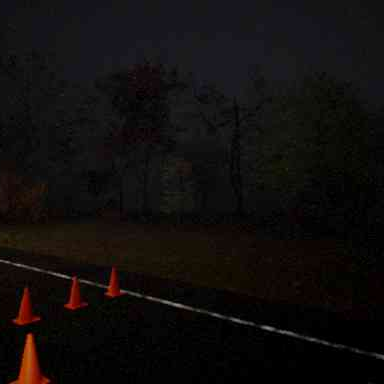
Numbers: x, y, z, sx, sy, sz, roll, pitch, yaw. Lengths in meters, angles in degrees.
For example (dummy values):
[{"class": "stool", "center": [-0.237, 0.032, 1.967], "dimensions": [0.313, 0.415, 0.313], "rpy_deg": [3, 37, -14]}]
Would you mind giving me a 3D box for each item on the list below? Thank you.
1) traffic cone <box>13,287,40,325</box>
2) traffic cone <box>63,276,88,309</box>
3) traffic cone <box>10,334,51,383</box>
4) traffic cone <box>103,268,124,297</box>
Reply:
[{"class": "traffic cone", "center": [-2.949, 1.996, 5.935], "dimensions": [0.340, 0.580, 0.340], "rpy_deg": [0, -1, 36]}, {"class": "traffic cone", "center": [-2.360, 2.005, 6.743], "dimensions": [0.340, 0.580, 0.340], "rpy_deg": [0, -1, 36]}, {"class": "traffic cone", "center": [-1.922, 1.984, 3.949], "dimensions": [0.340, 0.580, 0.340], "rpy_deg": [0, -1, 36]}, {"class": "traffic cone", "center": [-1.770, 2.014, 7.551], "dimensions": [0.340, 0.580, 0.340], "rpy_deg": [0, -1, 36]}]
